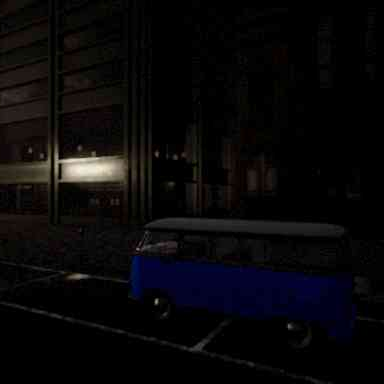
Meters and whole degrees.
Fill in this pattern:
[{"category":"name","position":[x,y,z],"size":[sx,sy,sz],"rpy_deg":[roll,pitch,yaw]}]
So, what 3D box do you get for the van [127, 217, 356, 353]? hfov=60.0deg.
[{"category":"van","position":[0.751,1.383,5.856],"size":[3.998,1.788,1.690],"rpy_deg":[0,-1,28]}]
